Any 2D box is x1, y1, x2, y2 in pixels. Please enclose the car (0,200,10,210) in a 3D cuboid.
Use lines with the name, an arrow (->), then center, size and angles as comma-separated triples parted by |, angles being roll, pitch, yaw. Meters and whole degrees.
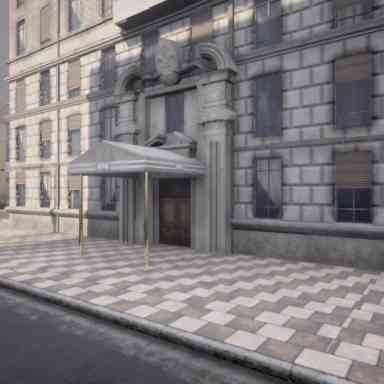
car -> -24.060, 1.601, 40.470 | 1.895, 1.301, 4.718 | 0, 0, 35
